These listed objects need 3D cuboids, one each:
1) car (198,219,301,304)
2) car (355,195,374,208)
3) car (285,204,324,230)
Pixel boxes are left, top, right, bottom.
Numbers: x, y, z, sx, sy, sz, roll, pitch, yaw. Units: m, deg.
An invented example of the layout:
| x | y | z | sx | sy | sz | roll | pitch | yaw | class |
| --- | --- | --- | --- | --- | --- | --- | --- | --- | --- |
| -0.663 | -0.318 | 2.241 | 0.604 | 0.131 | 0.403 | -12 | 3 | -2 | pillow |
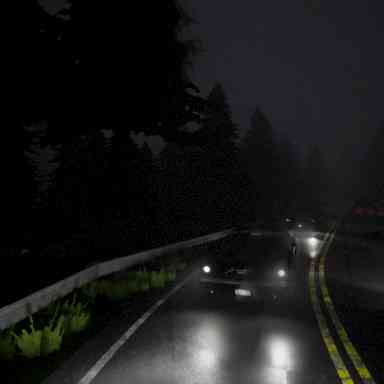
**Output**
| x | y | z | sx | sy | sz | roll | pitch | yaw | class |
| --- | --- | --- | --- | --- | --- | --- | --- | --- | --- |
| 1.654 | 1.599 | 8.439 | 1.895 | 1.301 | 4.718 | -1 | 0 | 18 | car |
| 20.860 | 1.058 | 40.153 | 2.128 | 1.511 | 4.902 | -2 | 0 | 28 | car |
| 7.109 | 1.454 | 20.681 | 2.033 | 1.411 | 5.357 | -2 | 0 | 26 | car |
